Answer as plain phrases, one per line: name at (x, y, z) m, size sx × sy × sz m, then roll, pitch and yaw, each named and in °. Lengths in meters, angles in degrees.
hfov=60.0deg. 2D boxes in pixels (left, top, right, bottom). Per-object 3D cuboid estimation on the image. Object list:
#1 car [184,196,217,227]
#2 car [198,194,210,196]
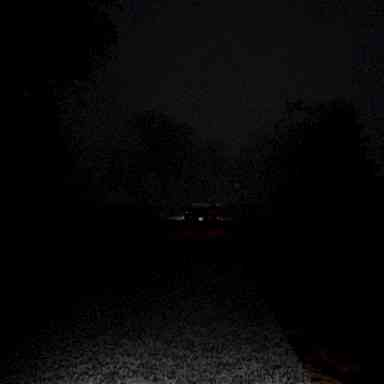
car at (0.509, 1.179, 19.781) m, size 1.812 × 1.442 × 4.674 m, roll 0°, pitch 1°, yaw 1°
car at (1.293, 0.918, 34.931) m, size 1.994 × 1.385 × 4.181 m, roll 0°, pitch 1°, yaw 6°
